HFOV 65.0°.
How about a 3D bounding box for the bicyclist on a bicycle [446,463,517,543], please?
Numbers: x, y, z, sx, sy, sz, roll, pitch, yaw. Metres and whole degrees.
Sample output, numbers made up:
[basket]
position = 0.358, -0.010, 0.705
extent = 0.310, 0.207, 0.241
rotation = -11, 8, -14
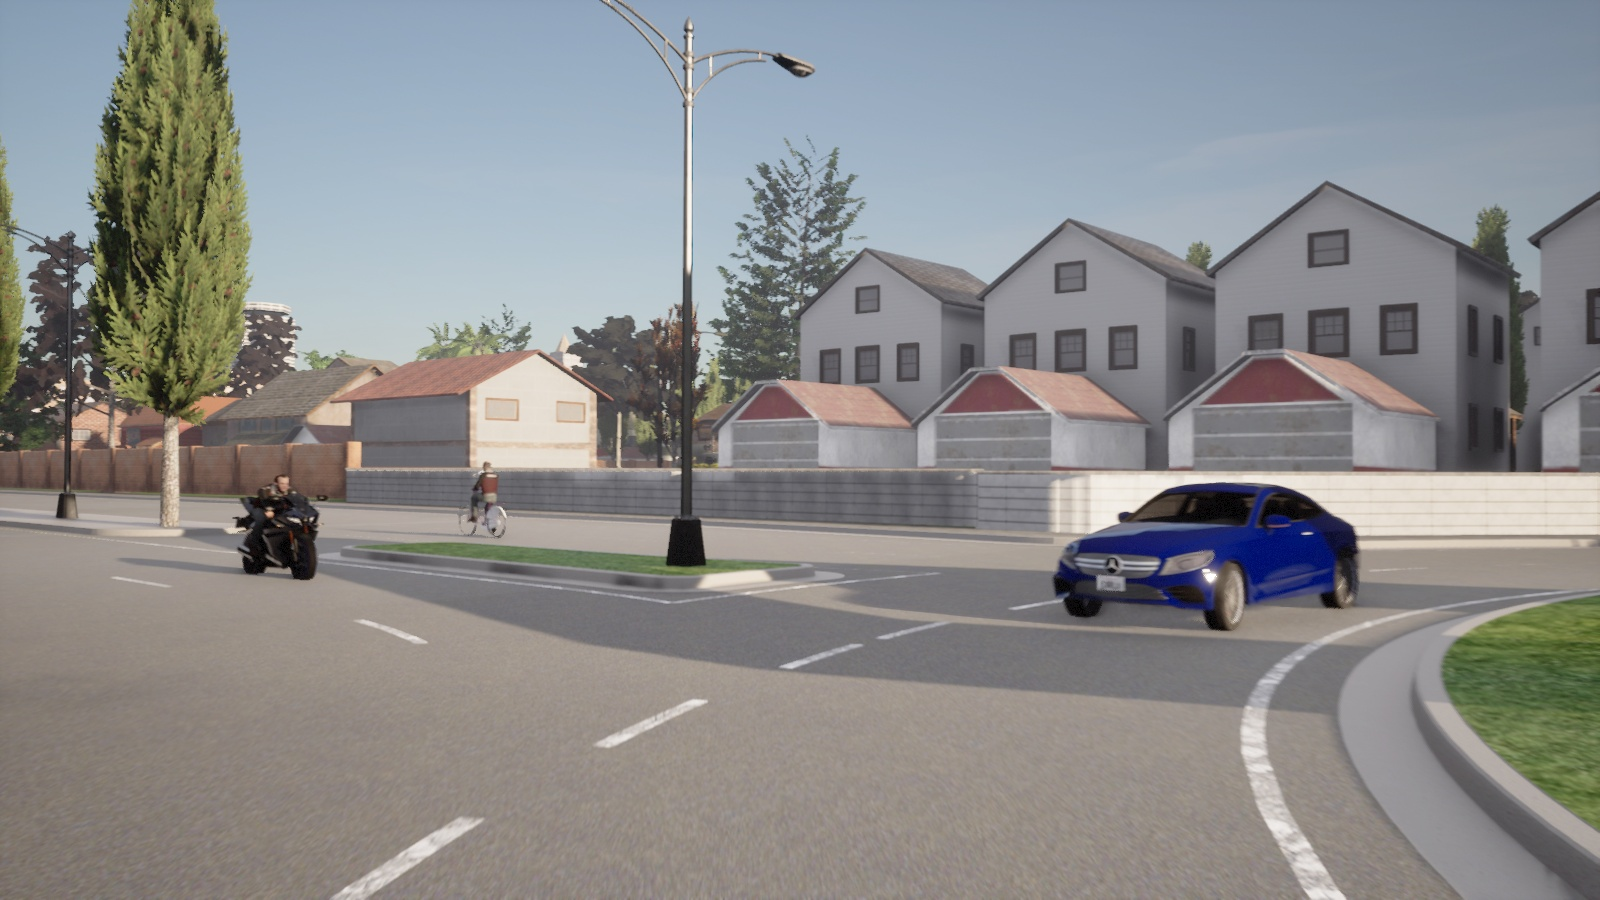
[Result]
[bicyclist on a bicycle]
position = -7.362, 1.200, 28.956
extent = 1.843, 1.776, 0.659
rotation = -1, -1, 41

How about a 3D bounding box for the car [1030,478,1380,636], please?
[car]
position = 4.679, 1.052, 14.076
extent = 1.812, 1.442, 4.674
rotation = -1, -1, 45

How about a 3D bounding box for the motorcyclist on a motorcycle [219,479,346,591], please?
[motorcyclist on a motorcycle]
position = -7.542, 1.187, 18.250
extent = 2.191, 1.530, 0.866
rotation = -1, -1, 43
